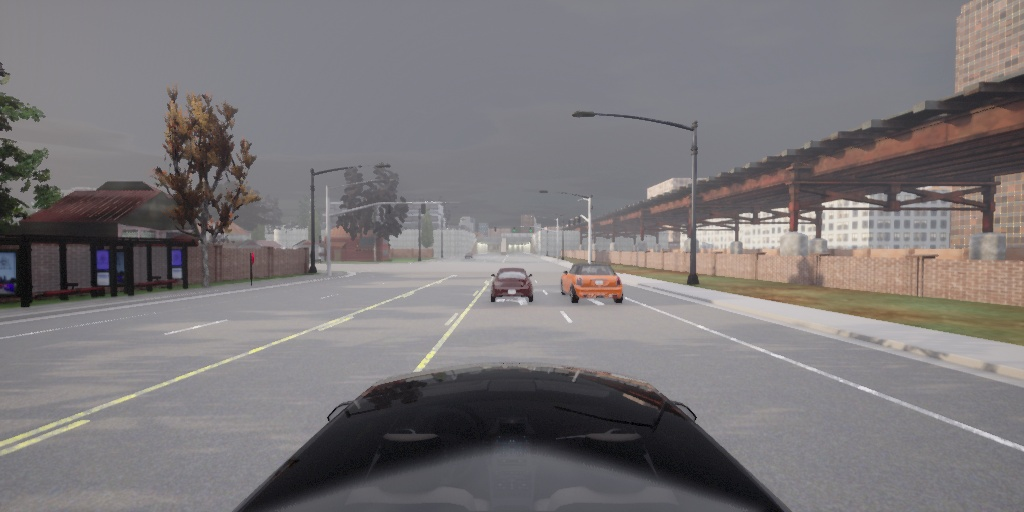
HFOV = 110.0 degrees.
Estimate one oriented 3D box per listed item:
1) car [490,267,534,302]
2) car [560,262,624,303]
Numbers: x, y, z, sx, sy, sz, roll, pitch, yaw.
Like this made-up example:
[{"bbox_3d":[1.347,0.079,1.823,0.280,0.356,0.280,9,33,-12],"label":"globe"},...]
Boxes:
[{"bbox_3d":[0.000,1.240,16.538,1.812,1.442,4.674,0,0,0],"label":"car"},{"bbox_3d":[3.500,1.073,16.507,2.097,1.767,4.553,0,0,0],"label":"car"}]
